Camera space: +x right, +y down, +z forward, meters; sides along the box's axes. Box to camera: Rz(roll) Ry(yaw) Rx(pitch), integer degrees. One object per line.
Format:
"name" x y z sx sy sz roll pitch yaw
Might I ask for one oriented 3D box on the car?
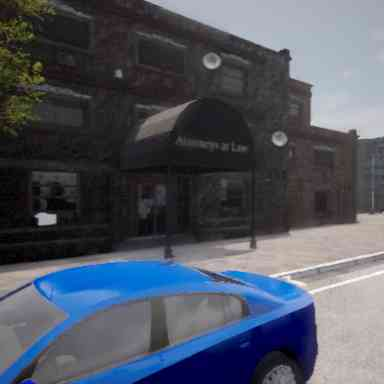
"car" -0.914 1.478 3.032 5.008 1.535 1.882 0 0 -36
